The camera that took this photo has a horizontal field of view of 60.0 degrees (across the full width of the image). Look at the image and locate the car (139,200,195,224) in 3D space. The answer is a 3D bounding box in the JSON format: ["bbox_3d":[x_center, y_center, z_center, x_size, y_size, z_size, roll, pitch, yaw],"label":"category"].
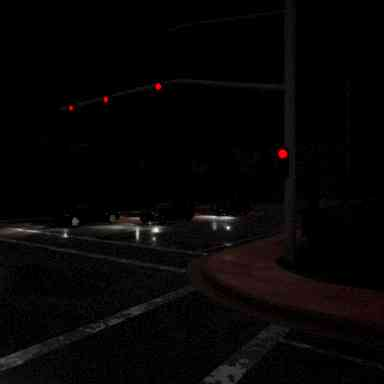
[{"bbox_3d":[-1.767,1.482,24.881,1.882,1.535,5.008,0,0,36],"label":"car"}]

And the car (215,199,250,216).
[{"bbox_3d":[4.088,1.509,33.023,1.837,1.490,4.892,0,0,36],"label":"car"}]

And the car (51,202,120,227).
[{"bbox_3d":[-7.281,1.483,23.187,1.882,1.535,5.008,0,0,36],"label":"car"}]

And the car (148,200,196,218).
[{"bbox_3d":[-1.754,1.510,30.905,1.837,1.490,4.892,0,0,36],"label":"car"}]
